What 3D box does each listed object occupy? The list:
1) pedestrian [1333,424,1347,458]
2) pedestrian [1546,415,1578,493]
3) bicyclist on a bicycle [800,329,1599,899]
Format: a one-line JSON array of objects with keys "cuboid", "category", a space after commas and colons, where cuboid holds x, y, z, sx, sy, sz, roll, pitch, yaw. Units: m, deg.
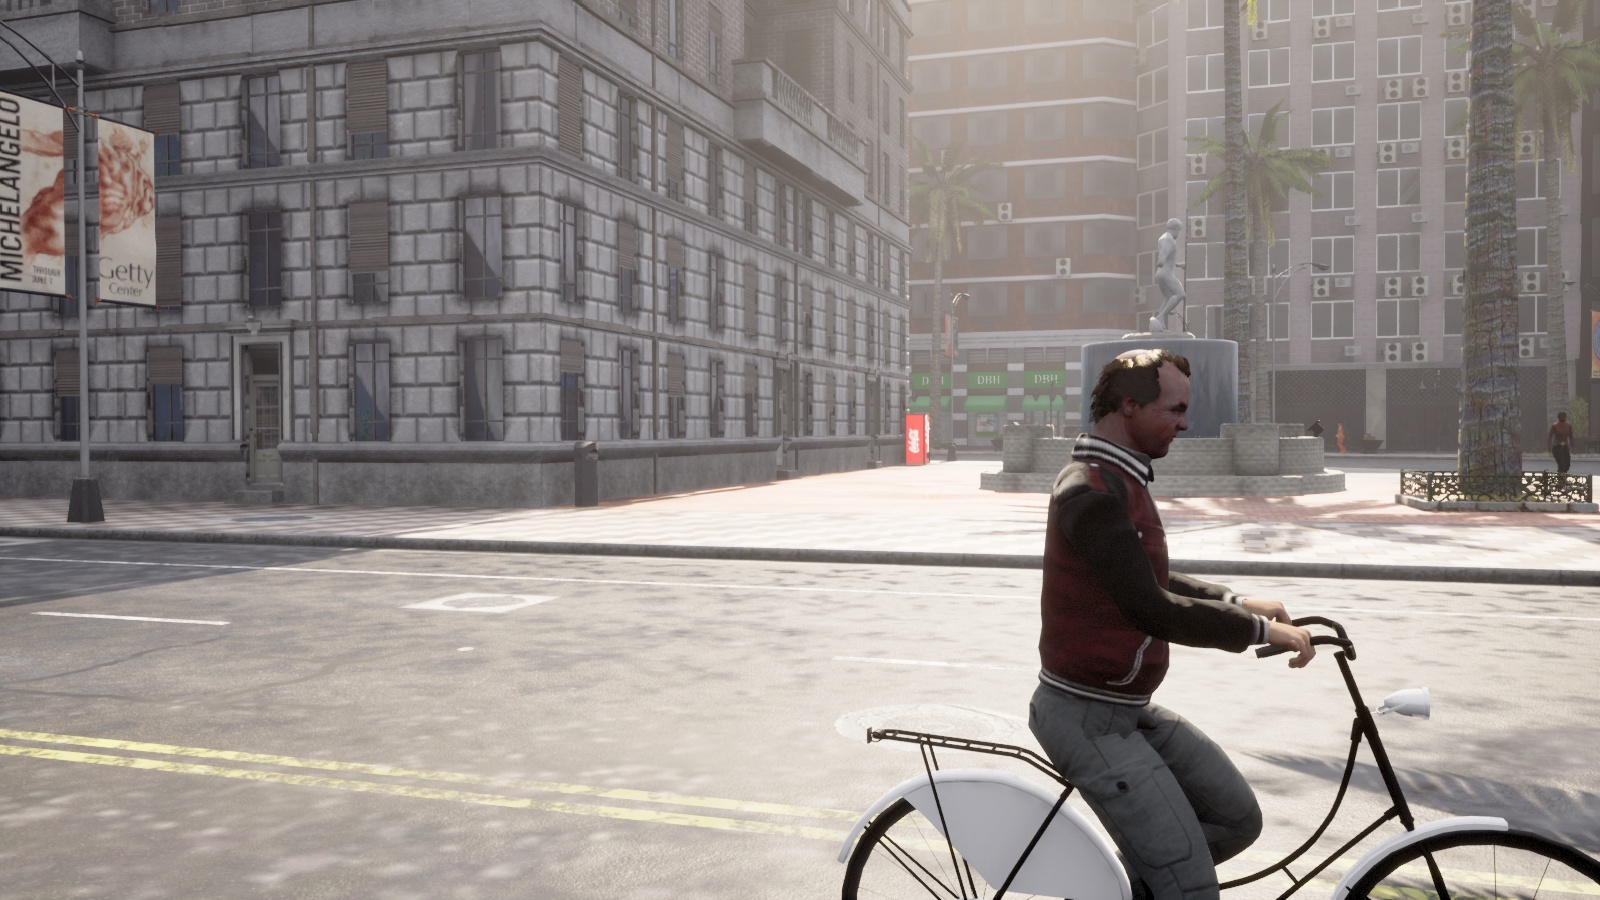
[{"cuboid": [29.480, -0.504, 68.541, 0.594, 1.836, 0.345, 1, 1, 43], "category": "pedestrian"}, {"cuboid": [17.788, 0.081, 29.308, 0.328, 1.805, 0.869, 0, 1, 10], "category": "pedestrian"}, {"cuboid": [0.978, 0.655, 2.875, 1.843, 1.776, 0.659, 0, 1, 19], "category": "bicyclist on a bicycle"}]
